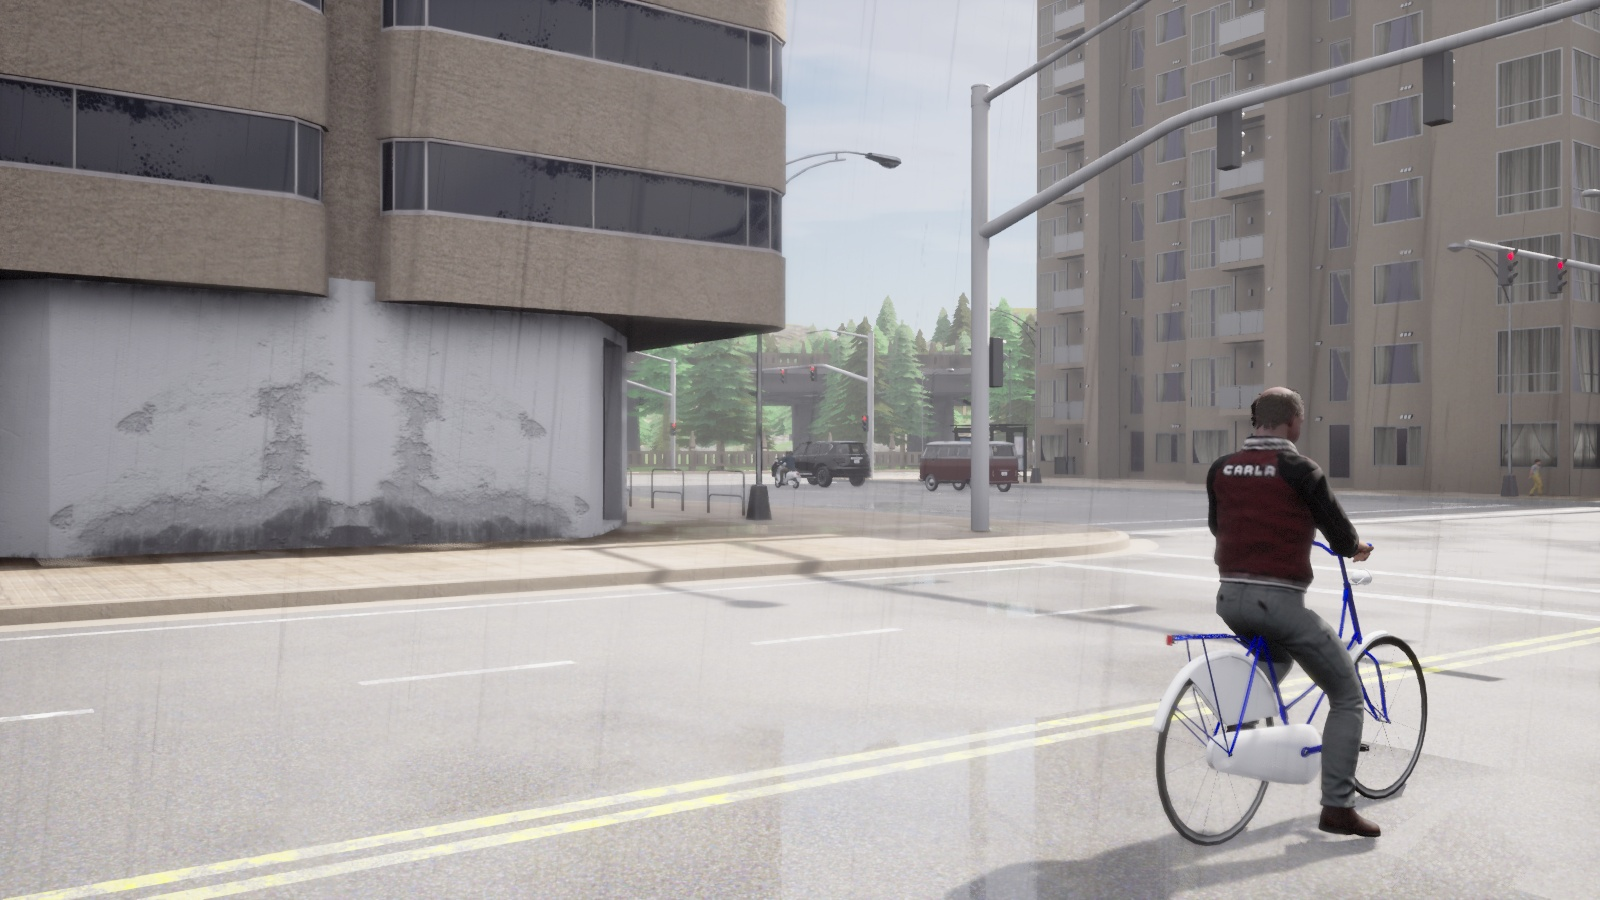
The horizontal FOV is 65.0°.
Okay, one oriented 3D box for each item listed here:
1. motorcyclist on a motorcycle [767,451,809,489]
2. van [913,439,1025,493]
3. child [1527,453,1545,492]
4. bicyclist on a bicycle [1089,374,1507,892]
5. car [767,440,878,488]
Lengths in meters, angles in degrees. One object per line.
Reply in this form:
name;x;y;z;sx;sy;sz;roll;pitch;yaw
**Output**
motorcyclist on a motorcycle;-0.524;0.829;52.943;0.866;1.590;1.817;0;0;-35
van;6.528;0.604;49.071;1.775;1.987;4.442;0;0;-35
child;23.810;0.732;40.612;0.270;1.263;0.437;0;0;-42
bicyclist on a bicycle;2.064;0.623;5.099;1.843;1.776;0.659;0;0;-35
car;0.952;0.601;56.902;2.150;2.045;5.566;0;0;-35
